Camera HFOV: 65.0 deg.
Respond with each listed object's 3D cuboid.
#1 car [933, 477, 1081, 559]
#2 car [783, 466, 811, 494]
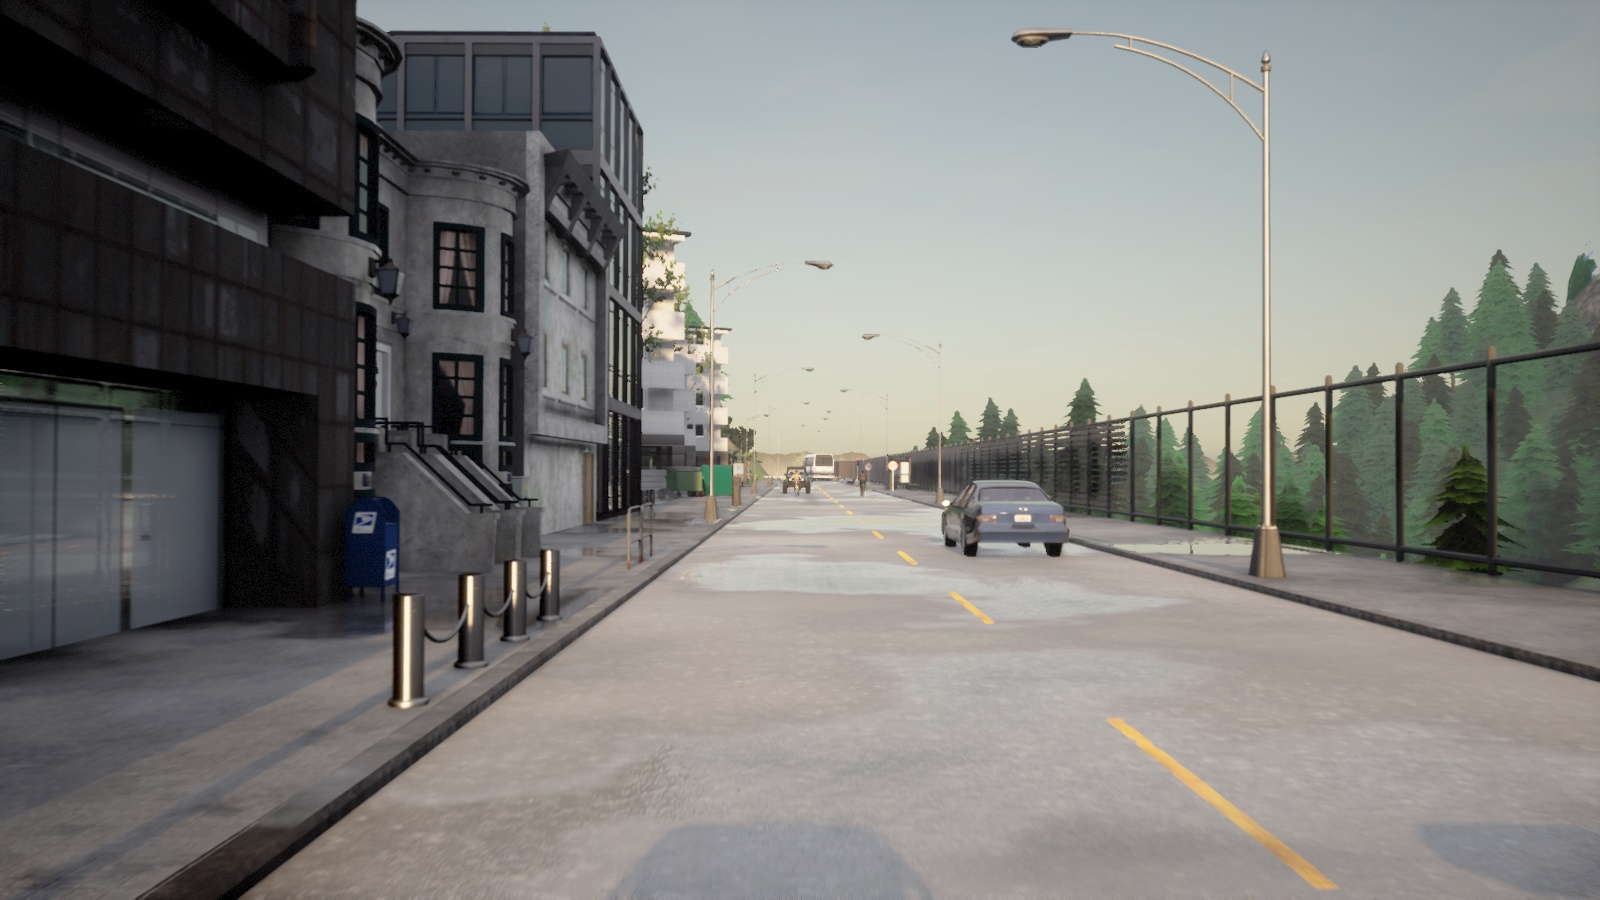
[{"bbox_3d":[3.935,1.262,24.817,2.033,1.411,5.357,0,-1,0],"label":"car"},{"bbox_3d":[-0.221,2.055,86.233,1.905,1.878,3.866,0,-1,0],"label":"car"}]
